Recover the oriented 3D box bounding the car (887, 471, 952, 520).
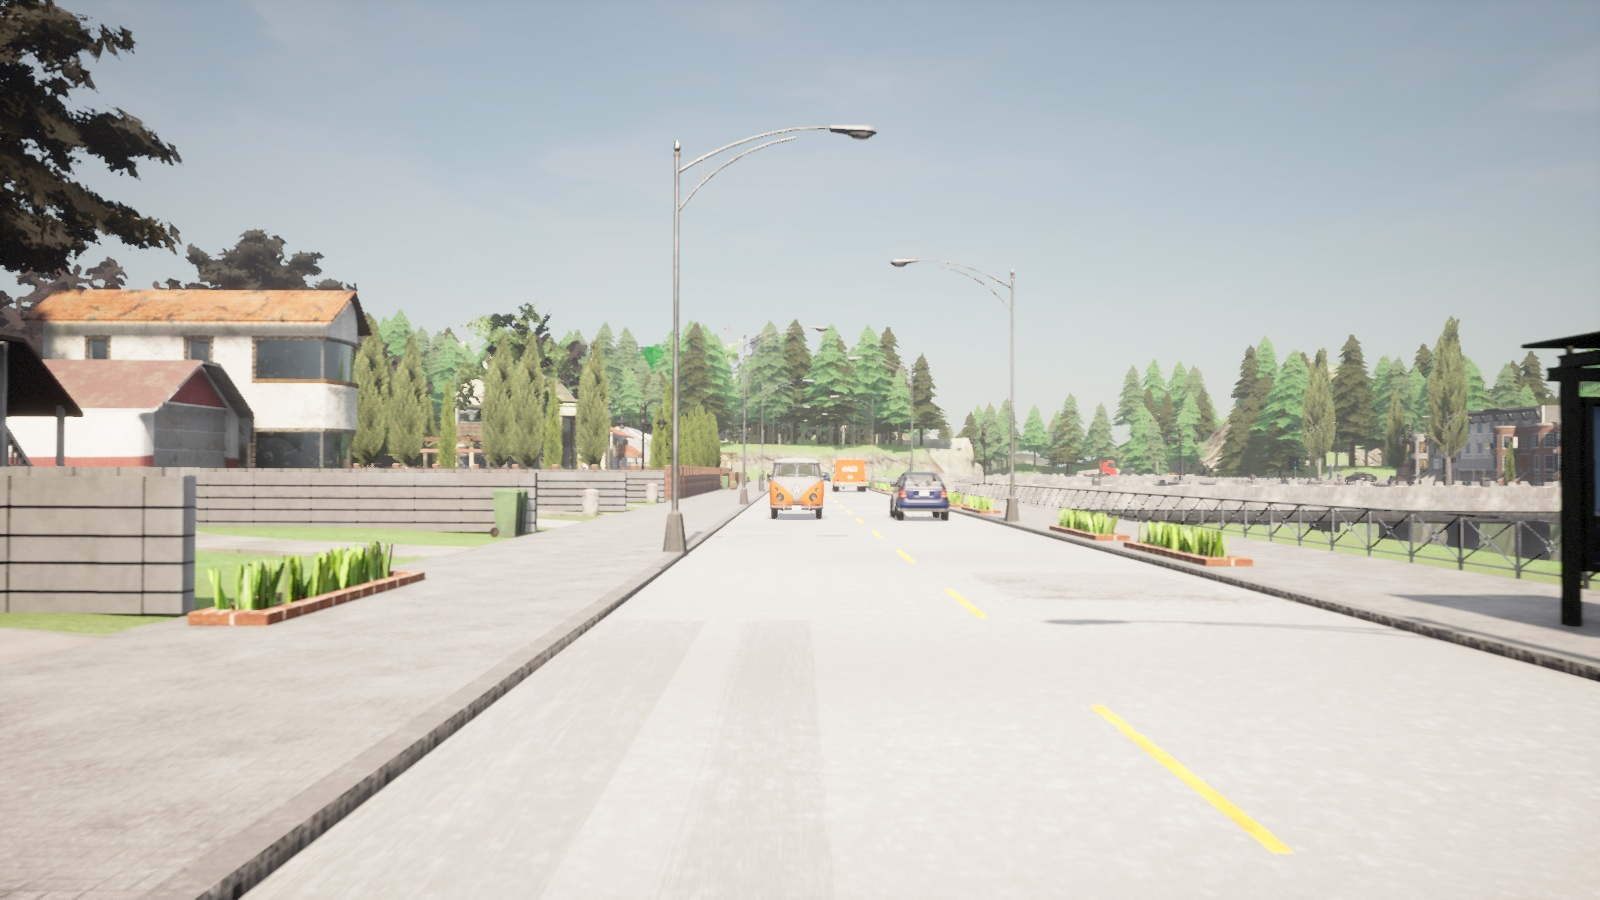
[{"bbox_3d":[3.903,1.472,41.471,1.789,1.549,3.705,0,-1,0],"label":"car"}]

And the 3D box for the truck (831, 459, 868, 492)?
[{"bbox_3d":[3.770,1.935,96.928,2.627,2.467,5.204,0,-1,0],"label":"truck"}]

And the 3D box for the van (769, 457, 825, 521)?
[{"bbox_3d":[-0.099,1.263,41.533,1.775,1.987,4.442,0,-1,0],"label":"van"}]
